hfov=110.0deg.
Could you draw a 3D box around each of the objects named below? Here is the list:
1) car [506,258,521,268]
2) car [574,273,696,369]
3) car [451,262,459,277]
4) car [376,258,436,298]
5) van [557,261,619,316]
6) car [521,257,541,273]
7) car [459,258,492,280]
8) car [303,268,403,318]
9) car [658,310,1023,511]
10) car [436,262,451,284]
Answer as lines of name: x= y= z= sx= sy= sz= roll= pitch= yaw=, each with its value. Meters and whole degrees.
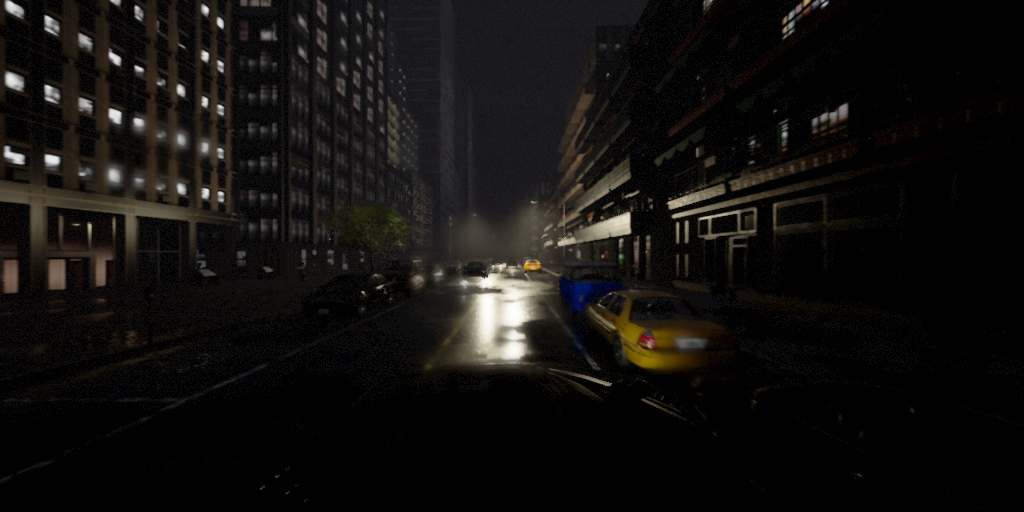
car: x=0.002 y=1.207 z=59.672 sx=2.128 sy=1.511 sz=4.902 roll=0 pitch=0 yaw=0
car: x=2.690 y=1.269 z=7.668 sx=1.751 sy=1.417 sz=4.829 roll=0 pitch=0 yaw=0
car: x=-5.691 y=1.272 z=35.113 sx=2.007 sy=1.370 sz=4.403 roll=0 pitch=0 yaw=0
car: x=-5.691 y=1.047 z=18.544 sx=2.192 sy=1.841 sz=5.009 roll=0 pitch=0 yaw=0
van: x=2.690 y=1.079 z=13.021 sx=1.690 sy=1.789 sz=3.998 roll=0 pitch=0 yaw=0
car: x=2.361 y=1.197 z=42.010 sx=1.882 sy=1.535 sz=5.008 roll=0 pitch=0 yaw=0
car: x=-3.094 y=1.202 z=31.350 sx=1.882 sy=1.535 sz=5.008 roll=0 pitch=0 yaw=0
car: x=-5.691 y=1.303 z=13.022 sx=1.948 sy=1.339 sz=4.313 roll=0 pitch=0 yaw=0
car: x=2.690 y=1.316 z=1.975 sx=1.948 sy=1.339 sz=4.313 roll=0 pitch=0 yaw=0
car: x=-5.691 y=1.279 z=24.067 sx=2.007 sy=1.370 sz=4.403 roll=0 pitch=0 yaw=0
